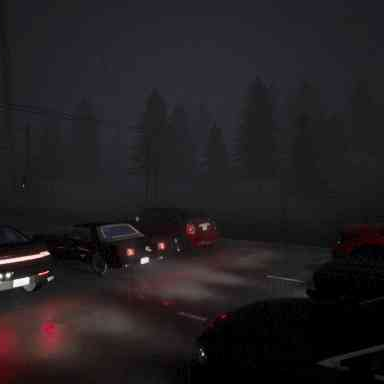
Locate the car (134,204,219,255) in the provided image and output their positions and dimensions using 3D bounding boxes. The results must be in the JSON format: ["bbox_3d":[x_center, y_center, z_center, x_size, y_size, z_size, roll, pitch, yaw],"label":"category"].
[{"bbox_3d":[-1.256,1.352,13.480,4.553,1.767,2.097,0,0,36],"label":"car"}]

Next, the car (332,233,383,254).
[{"bbox_3d":[4.353,1.601,5.191,4.718,1.301,1.895,0,0,35],"label":"car"}]

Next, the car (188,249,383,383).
[{"bbox_3d":[2.199,1.492,2.408,4.902,1.511,2.128,0,0,36],"label":"car"}]

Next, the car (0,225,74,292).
[{"bbox_3d":[-5.205,1.492,7.698,4.902,1.511,2.128,0,0,35],"label":"car"}]

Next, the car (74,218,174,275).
[{"bbox_3d":[-3.076,1.601,10.474,4.718,1.301,1.895,0,0,37],"label":"car"}]

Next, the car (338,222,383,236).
[{"bbox_3d":[6.413,1.221,8.020,5.566,2.045,2.150,0,0,35],"label":"car"}]
